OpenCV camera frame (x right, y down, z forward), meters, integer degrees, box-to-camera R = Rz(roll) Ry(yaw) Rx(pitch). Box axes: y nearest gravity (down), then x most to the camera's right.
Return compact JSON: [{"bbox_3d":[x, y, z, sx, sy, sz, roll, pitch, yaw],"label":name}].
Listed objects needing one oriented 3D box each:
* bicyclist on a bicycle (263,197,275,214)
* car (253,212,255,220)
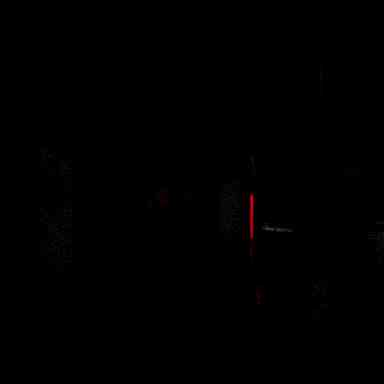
[{"bbox_3d":[7.417,1.349,32.129,1.656,1.620,0.582,0,0,-36],"label":"bicyclist on a bicycle"},{"bbox_3d":[2.445,1.601,24.642,1.895,1.301,4.718,0,0,-36],"label":"car"}]
